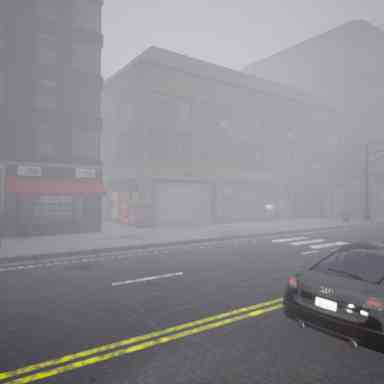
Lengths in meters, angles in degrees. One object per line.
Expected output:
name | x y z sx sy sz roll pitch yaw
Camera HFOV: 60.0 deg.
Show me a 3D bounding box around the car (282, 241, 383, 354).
car | 3.579 1.606 5.982 4.181 1.385 1.994 0 0 -35
